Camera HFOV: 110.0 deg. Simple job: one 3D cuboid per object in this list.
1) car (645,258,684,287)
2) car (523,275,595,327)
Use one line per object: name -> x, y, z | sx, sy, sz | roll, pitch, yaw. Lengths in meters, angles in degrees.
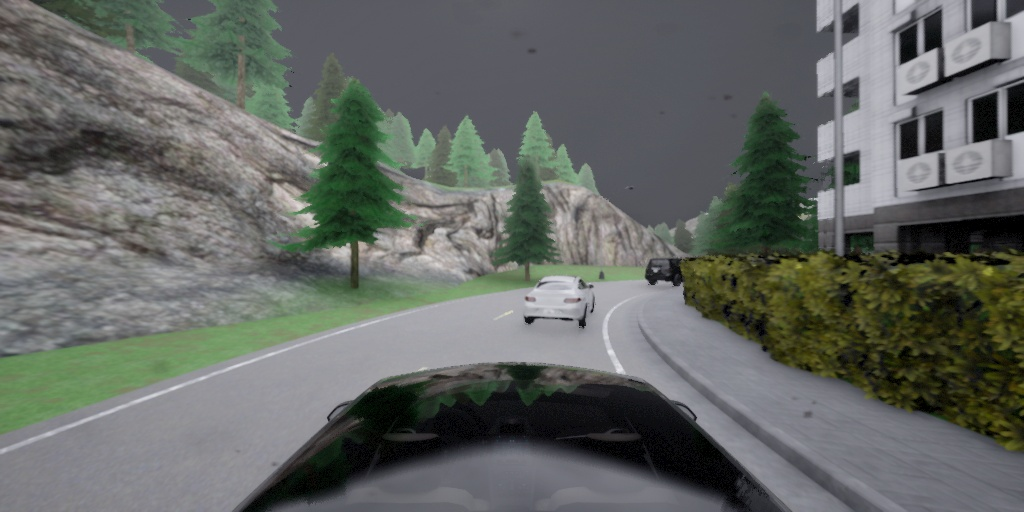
car -> 12.224, 1.166, 26.842 | 5.566, 2.045, 2.150 | 1, -1, -38
car -> 1.670, 1.354, 11.878 | 1.812, 1.442, 4.674 | 0, 0, 17
